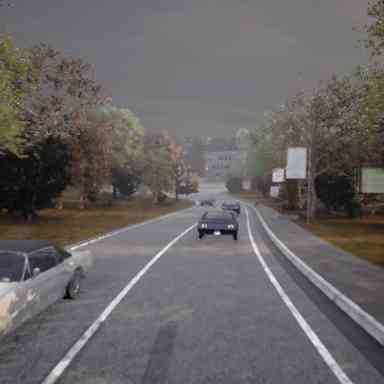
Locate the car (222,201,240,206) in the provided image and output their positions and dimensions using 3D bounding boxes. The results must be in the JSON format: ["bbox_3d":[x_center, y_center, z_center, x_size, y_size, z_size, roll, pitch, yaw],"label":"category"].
[{"bbox_3d":[4.078,1.561,34.772,1.895,1.301,4.718,1,0,9],"label":"car"}]

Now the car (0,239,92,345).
[{"bbox_3d":[-3.354,1.569,5.545,1.895,1.301,4.718,0,0,3],"label":"car"}]

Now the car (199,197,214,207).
[{"bbox_3d":[2.188,1.437,48.886,2.033,1.411,5.357,1,0,6],"label":"car"}]

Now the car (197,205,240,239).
[{"bbox_3d":[1.445,1.582,17.326,1.895,1.301,4.718,1,0,7],"label":"car"}]
